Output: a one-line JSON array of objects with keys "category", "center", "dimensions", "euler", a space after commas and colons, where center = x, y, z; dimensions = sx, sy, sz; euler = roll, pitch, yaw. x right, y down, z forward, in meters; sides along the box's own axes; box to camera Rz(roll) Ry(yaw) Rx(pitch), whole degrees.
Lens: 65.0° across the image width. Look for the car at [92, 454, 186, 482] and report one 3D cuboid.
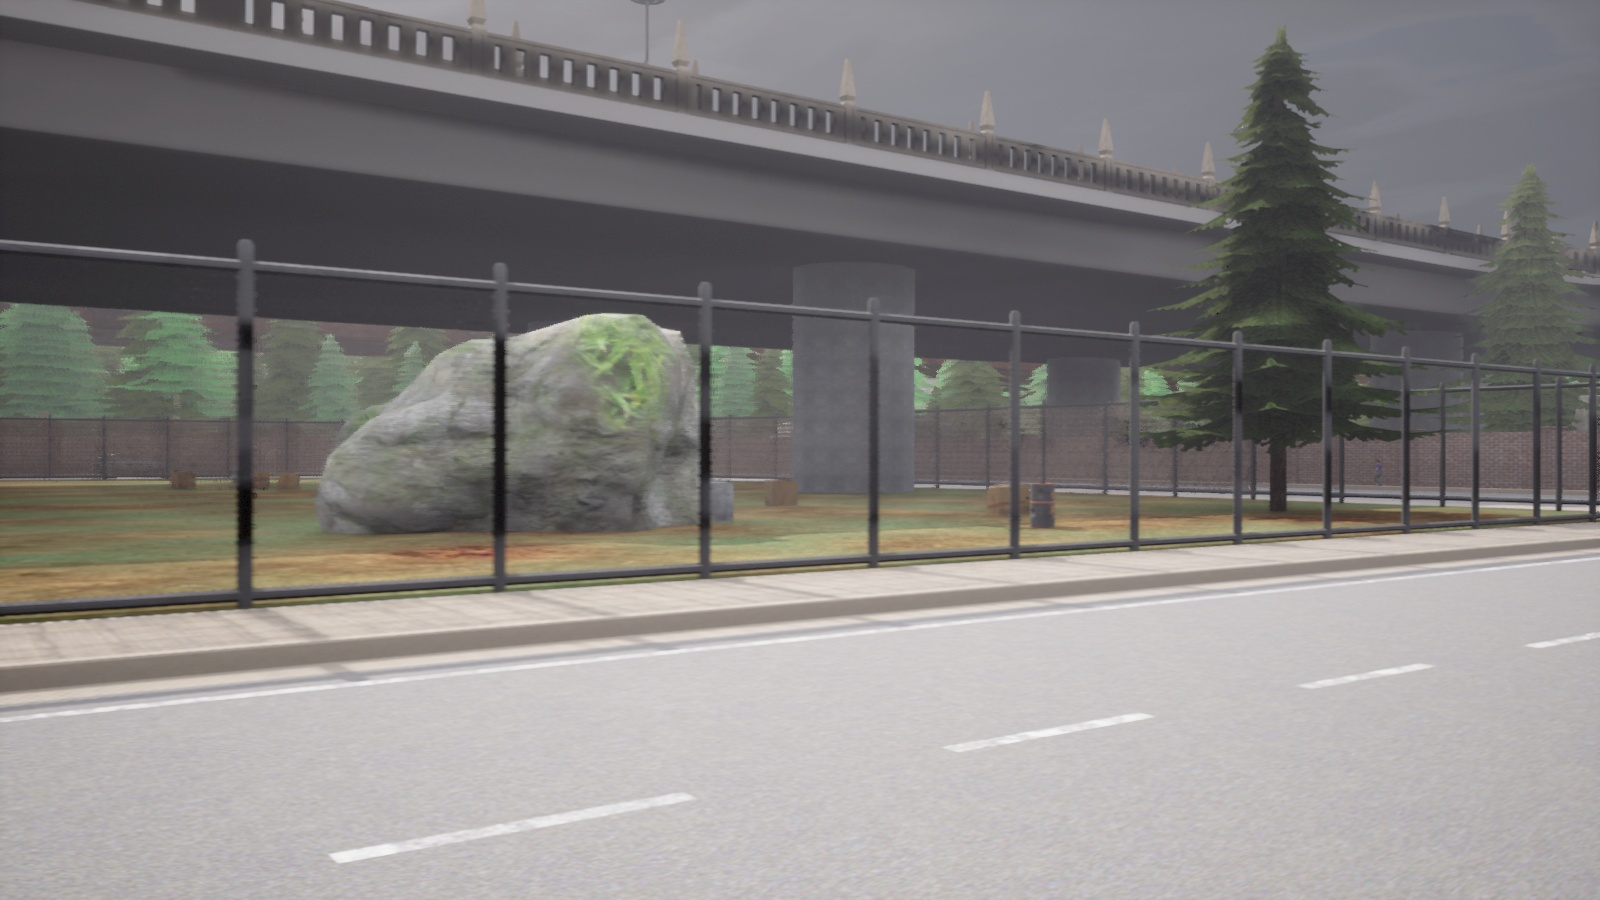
[{"category": "car", "center": [-37.412, 1.001, 71.136], "dimensions": [4.514, 1.525, 2.007], "euler": [0, 0, -34]}]
